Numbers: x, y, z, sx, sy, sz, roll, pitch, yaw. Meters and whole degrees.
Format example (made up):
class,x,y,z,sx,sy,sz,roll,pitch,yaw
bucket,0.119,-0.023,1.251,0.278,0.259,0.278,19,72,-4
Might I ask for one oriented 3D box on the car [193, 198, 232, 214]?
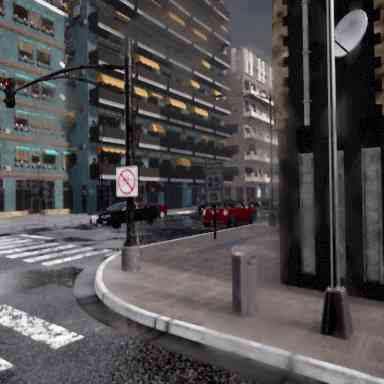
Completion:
class,x,y,z,sx,sy,sz,roll,pitch,yaw
car,2.180,1.382,34.339,2.008,1.369,4.403,-1,0,36

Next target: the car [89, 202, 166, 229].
class,x,y,z,sx,sy,sz,roll,pitch,yaw
car,-4.214,1.387,21.159,2.128,1.511,4.902,-1,0,36

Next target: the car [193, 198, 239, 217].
class,x,y,z,sx,sy,sz,roll,pitch,yaw
car,2.289,1.314,30.096,1.837,1.490,4.892,-1,0,36

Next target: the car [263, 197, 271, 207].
class,x,y,z,sx,sy,sz,roll,pitch,yaw
car,8.845,1.309,43.501,1.947,1.339,4.313,-1,0,36

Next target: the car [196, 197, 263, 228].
class,x,y,z,sx,sy,sz,roll,pitch,yaw
car,2.383,1.200,20.186,1.967,1.590,4.097,-1,0,36
